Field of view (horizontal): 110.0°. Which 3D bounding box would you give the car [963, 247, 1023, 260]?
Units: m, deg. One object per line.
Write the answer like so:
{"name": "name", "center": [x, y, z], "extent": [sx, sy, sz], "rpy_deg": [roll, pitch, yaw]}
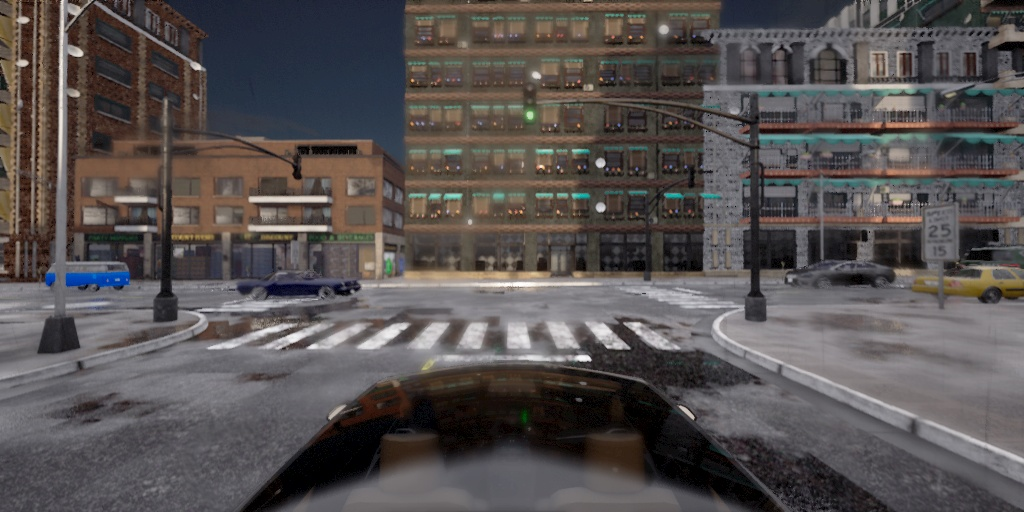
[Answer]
{"name": "car", "center": [23.127, 0.633, 15.663], "extent": [5.566, 2.045, 2.150], "rpy_deg": [0, -1, 1]}

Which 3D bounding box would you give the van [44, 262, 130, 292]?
{"name": "van", "center": [-26.069, 1.260, 22.043], "extent": [3.998, 1.789, 1.690], "rpy_deg": [0, 0, 1]}

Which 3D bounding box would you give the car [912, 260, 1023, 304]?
{"name": "car", "center": [17.650, 0.953, 13.037], "extent": [4.829, 1.417, 1.751], "rpy_deg": [0, 0, 1]}

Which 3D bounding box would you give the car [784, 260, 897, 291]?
{"name": "car", "center": [17.118, 0.985, 18.846], "extent": [4.902, 1.511, 2.128], "rpy_deg": [-1, -1, 1]}

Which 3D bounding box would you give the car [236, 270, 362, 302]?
{"name": "car", "center": [-9.385, 1.301, 16.121], "extent": [4.718, 1.301, 1.895], "rpy_deg": [-1, -1, 1]}
